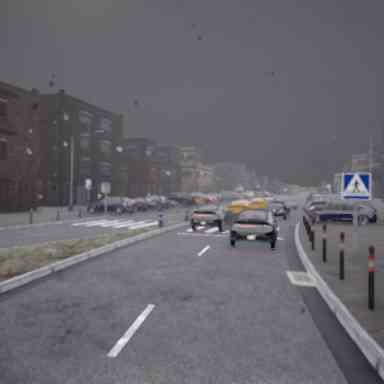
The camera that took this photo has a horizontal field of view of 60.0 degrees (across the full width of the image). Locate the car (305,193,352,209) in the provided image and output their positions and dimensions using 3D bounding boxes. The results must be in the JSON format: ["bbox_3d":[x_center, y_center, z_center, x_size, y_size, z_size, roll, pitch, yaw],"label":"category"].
[{"bbox_3d":[18.063,1.150,44.293,5.566,2.045,2.435,1,1,20],"label":"car"}]

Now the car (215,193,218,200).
[{"bbox_3d":[1.579,1.038,58.110,4.553,1.767,2.185,1,1,20],"label":"car"}]

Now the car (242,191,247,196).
[{"bbox_3d":[9.966,1.059,81.465,5.366,1.575,1.946,1,0,20],"label":"car"}]

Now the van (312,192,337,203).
[{"bbox_3d":[24.849,1.059,62.525,4.442,1.987,1.878,1,0,20],"label":"van"}]

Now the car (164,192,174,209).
[{"bbox_3d":[-5.001,1.159,39.961,4.553,1.767,2.185,1,0,20],"label":"car"}]

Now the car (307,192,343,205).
[{"bbox_3d":[22.851,1.061,57.339,5.566,2.045,2.435,1,1,20],"label":"car"}]

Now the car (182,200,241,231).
[{"bbox_3d":[1.329,1.458,20.136,2.128,1.511,4.902,1,0,18],"label":"car"}]

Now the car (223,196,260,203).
[{"bbox_3d":[4.482,1.432,29.592,1.882,1.535,5.008,1,0,21],"label":"car"}]

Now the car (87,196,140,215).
[{"bbox_3d":[-7.846,1.188,32.190,4.553,1.767,2.185,1,0,20],"label":"car"}]

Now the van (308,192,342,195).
[{"bbox_3d":[13.180,1.267,31.415,4.442,1.987,1.878,1,1,20],"label":"van"}]

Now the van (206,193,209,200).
[{"bbox_3d":[-0.178,0.974,52.880,4.442,1.987,1.878,1,1,20],"label":"van"}]

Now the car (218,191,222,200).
[{"bbox_3d":[2.527,1.023,60.699,4.553,1.767,2.185,1,1,20],"label":"car"}]

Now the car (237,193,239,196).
[{"bbox_3d":[7.301,1.089,73.631,4.892,1.521,2.231,1,0,20],"label":"car"}]

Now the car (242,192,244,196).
[{"bbox_3d":[9.194,1.111,78.811,4.674,1.452,2.002,1,0,20],"label":"car"}]

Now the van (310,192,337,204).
[{"bbox_3d":[23.673,1.070,59.999,4.442,1.987,1.878,1,0,20],"label":"van"}]

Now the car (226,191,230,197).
[{"bbox_3d":[4.458,1.123,65.865,4.892,1.521,2.231,1,0,20],"label":"car"}]

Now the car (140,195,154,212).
[{"bbox_3d":[-6.932,1.306,34.797,5.008,1.535,2.097,1,0,20],"label":"car"}]

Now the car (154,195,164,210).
[{"bbox_3d":[-5.977,1.335,37.383,4.674,1.452,2.002,1,0,20],"label":"car"}]

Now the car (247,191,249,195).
[{"bbox_3d":[11.094,1.059,83.987,4.892,1.521,2.231,1,0,20],"label":"car"}]

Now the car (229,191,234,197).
[{"bbox_3d":[5.406,1.110,68.454,4.892,1.521,2.231,1,0,20],"label":"car"}]

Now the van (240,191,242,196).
[{"bbox_3d":[8.398,0.854,76.297,4.442,1.987,1.878,1,0,20],"label":"van"}]

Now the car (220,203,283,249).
[{"bbox_3d":[2.840,1.494,14.829,2.128,1.511,4.902,1,0,15],"label":"car"}]

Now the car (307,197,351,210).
[{"bbox_3d":[17.082,1.422,41.696,4.892,1.521,2.231,1,1,20],"label":"car"}]

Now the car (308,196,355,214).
[{"bbox_3d":[15.191,1.335,36.468,4.553,1.767,2.185,1,1,20],"label":"car"}]

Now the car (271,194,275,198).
[{"bbox_3d":[11.074,1.369,47.706,1.812,1.442,4.674,1,1,20],"label":"car"}]

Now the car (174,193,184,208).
[{"bbox_3d":[-4.087,1.271,42.569,4.892,1.521,2.231,1,0,20],"label":"car"}]

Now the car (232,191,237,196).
[{"bbox_3d":[6.354,1.099,71.043,4.892,1.521,2.231,1,0,20],"label":"car"}]

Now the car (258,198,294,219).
[{"bbox_3d":[7.409,1.529,28.869,2.033,1.411,5.357,1,0,21],"label":"car"}]

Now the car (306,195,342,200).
[{"bbox_3d":[12.316,1.377,28.635,4.553,1.767,2.185,1,0,20],"label":"car"}]

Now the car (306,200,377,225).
[{"bbox_3d":[10.385,1.540,23.554,4.792,1.488,2.163,1,0,20],"label":"car"}]

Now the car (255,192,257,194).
[{"bbox_3d":[14.855,0.795,94.354,5.566,2.045,2.435,1,0,20],"label":"car"}]

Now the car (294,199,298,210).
[{"bbox_3d":[12.466,1.503,42.569,1.895,1.301,4.718,1,1,20],"label":"car"}]

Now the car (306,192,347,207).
[{"bbox_3d":[19.968,1.110,49.649,5.566,2.045,2.435,1,1,20],"label":"car"}]

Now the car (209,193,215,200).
[{"bbox_3d":[0.654,1.181,55.513,5.008,1.535,2.097,1,1,20],"label":"car"}]

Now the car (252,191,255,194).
[{"bbox_3d":[13.927,1.047,91.759,5.008,1.535,2.097,1,0,20],"label":"car"}]

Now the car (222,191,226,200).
[{"bbox_3d":[3.534,1.009,63.267,4.553,1.767,2.185,1,1,20],"label":"car"}]

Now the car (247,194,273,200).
[{"bbox_3d":[7.779,1.390,38.579,1.882,1.535,5.008,1,1,21],"label":"car"}]

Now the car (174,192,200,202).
[{"bbox_3d":[-2.210,0.983,47.751,5.566,2.045,2.435,1,1,20],"label":"car"}]

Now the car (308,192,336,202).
[{"bbox_3d":[28.544,0.990,73.013,5.566,2.045,2.435,1,0,20],"label":"car"}]

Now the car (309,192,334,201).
[{"bbox_3d":[31.416,0.970,80.837,5.566,2.045,2.435,1,0,20],"label":"car"}]

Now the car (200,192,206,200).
[{"bbox_3d":[-1.063,1.215,50.269,5.366,1.575,1.946,1,1,20],"label":"car"}]

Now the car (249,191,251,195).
[{"bbox_3d":[12.008,1.083,86.590,4.792,1.488,2.163,1,0,20],"label":"car"}]
